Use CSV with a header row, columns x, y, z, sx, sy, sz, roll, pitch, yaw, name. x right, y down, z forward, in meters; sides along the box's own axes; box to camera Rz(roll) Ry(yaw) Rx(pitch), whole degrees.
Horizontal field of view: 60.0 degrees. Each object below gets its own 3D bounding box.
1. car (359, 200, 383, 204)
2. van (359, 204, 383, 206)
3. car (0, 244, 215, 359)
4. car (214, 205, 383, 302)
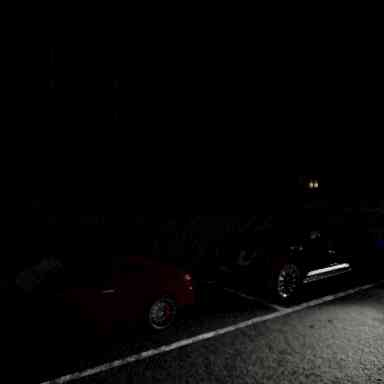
x,y,z,sx,sy,sz,roll,pitch,yaw,name
34.187,2.163,63.176,1.812,1.442,4.674,0,0,-36,car
7.368,1.450,11.913,3.998,1.788,1.690,1,0,-36,van
-1.875,1.595,5.314,4.206,1.307,1.802,1,0,-36,car
2.747,1.376,8.614,5.009,1.841,2.192,1,0,-36,car
